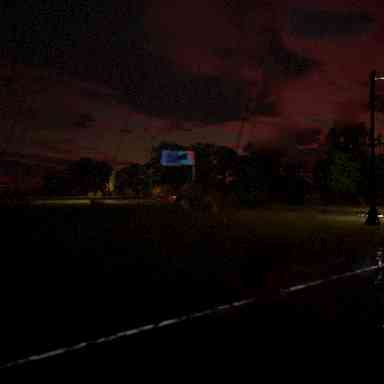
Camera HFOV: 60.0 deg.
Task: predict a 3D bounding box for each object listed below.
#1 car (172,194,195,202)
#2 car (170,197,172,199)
[{"bbox_3d":[-1.306,1.220,64.032,2.097,1.767,4.553,0,0,-34],"label":"car"},{"bbox_3d":[-4.773,1.110,69.119,2.097,1.767,4.553,0,0,-34],"label":"car"}]
